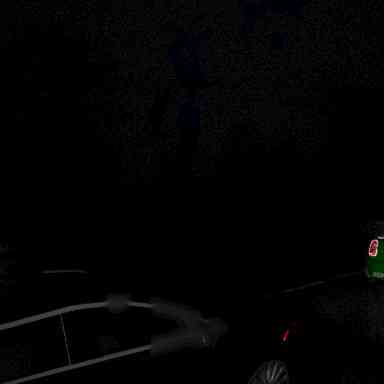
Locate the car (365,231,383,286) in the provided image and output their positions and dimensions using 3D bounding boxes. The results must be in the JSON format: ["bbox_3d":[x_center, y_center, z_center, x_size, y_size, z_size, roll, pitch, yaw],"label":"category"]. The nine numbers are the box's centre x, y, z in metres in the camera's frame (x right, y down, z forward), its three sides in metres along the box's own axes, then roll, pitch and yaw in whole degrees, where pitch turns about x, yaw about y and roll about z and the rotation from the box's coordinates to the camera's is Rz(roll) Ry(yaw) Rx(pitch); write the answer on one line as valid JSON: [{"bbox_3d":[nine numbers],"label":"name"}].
[{"bbox_3d":[6.320,1.352,8.204,4.553,1.767,2.097,0,0,-35],"label":"car"}]

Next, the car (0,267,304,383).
[{"bbox_3d":[-0.998,1.491,3.014,4.902,1.511,2.128,0,0,-36],"label":"car"}]
